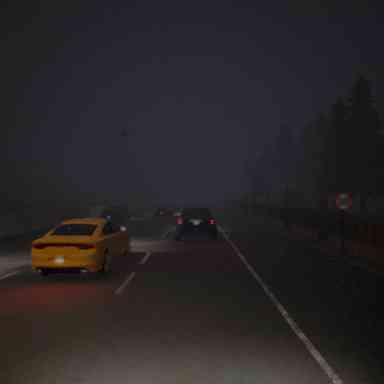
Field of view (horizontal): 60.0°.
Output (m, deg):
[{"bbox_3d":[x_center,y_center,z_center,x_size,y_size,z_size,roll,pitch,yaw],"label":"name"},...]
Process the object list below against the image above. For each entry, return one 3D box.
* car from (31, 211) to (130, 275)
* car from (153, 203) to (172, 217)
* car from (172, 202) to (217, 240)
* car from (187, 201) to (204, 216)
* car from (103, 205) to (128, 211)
[{"bbox_3d":[-3.338,1.608,10.919,1.882,1.535,5.008,0,0,1],"label":"car"},{"bbox_3d":[-3.083,1.942,35.973,1.812,1.442,4.674,0,-1,1],"label":"car"},{"bbox_3d":[0.235,1.562,18.346,2.097,1.767,4.553,0,-1,1],"label":"car"},{"bbox_3d":[0.455,1.934,39.873,1.882,1.535,5.008,0,0,1],"label":"car"},{"bbox_3d":[-6.656,1.866,28.994,1.812,1.442,4.674,0,-1,1],"label":"car"}]
